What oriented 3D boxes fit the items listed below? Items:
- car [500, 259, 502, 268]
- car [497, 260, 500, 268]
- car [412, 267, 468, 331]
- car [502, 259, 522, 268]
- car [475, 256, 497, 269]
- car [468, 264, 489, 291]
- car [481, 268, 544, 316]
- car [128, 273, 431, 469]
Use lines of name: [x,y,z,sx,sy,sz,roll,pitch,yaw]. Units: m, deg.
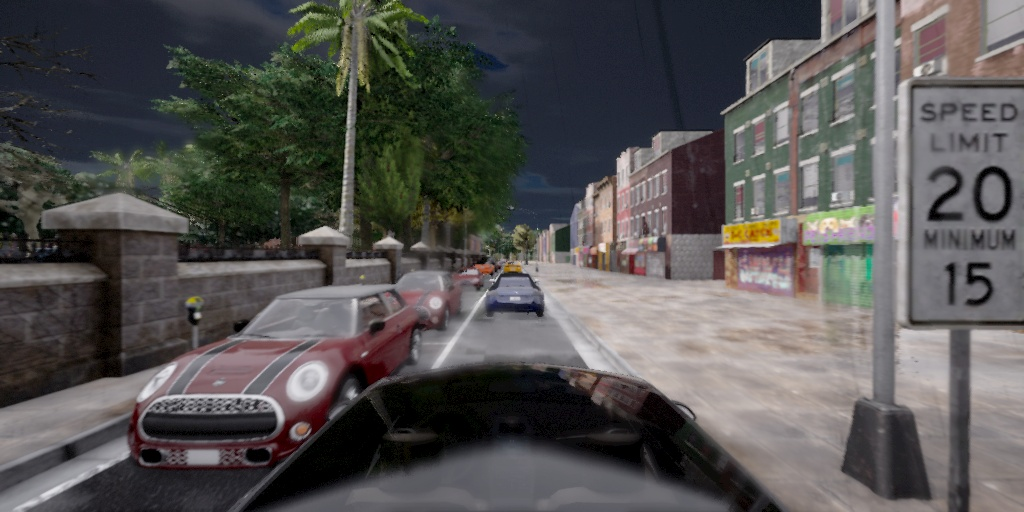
car: [-2.640,1.431,56.255,1.888,1.381,4.507,0,0,0]
car: [-2.983,1.073,45.697,2.150,2.045,5.566,0,0,0]
car: [-2.638,1.197,10.747,1.967,1.591,4.097,0,0,0]
car: [0.098,1.304,40.572,1.882,1.535,5.008,0,0,0]
car: [-2.989,1.173,38.635,2.097,1.767,4.553,0,0,0]
car: [-2.639,1.358,22.125,1.802,1.307,4.207,0,0,0]
car: [0.100,1.325,13.394,1.994,1.385,4.181,0,0,0]
car: [-2.638,1.192,5.060,1.967,1.591,4.097,0,0,0]
